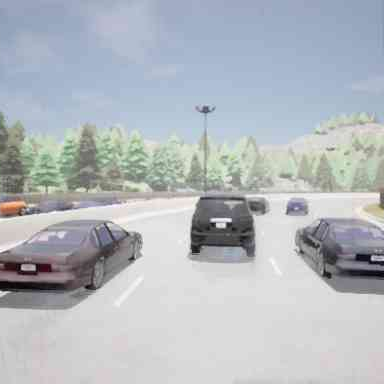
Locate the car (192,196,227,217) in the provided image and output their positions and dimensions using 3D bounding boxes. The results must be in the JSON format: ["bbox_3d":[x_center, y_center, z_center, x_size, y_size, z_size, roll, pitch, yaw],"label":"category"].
[{"bbox_3d":[1.635,1.188,28.689,1.837,1.490,4.892,0,1,18],"label":"car"}]

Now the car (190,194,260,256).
[{"bbox_3d":[1.295,1.081,12.788,2.150,2.045,5.566,0,1,9],"label":"car"}]

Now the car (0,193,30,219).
[{"bbox_3d":[-14.333,1.029,24.274,2.097,1.767,4.553,0,1,14],"label":"car"}]

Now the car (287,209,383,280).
[{"bbox_3d":[4.344,1.453,9.689,2.033,1.411,5.357,0,1,7],"label":"car"}]

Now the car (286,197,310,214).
[{"bbox_3d":[9.692,1.217,30.456,1.812,1.442,4.674,0,1,20],"label":"car"}]

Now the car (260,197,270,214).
[{"bbox_3d":[5.991,1.156,30.527,1.882,1.535,5.008,0,1,20],"label":"car"}]

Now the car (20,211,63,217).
[{"bbox_3d":[-10.479,1.242,25.328,1.994,1.385,4.181,0,1,15],"label":"car"}]

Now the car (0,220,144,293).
[{"bbox_3d":[-2.792,1.438,8.754,2.033,1.411,5.357,0,1,7],"label":"car"}]

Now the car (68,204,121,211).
[{"bbox_3d":[-7.013,1.048,24.797,2.097,1.767,4.553,0,1,16],"label":"car"}]
